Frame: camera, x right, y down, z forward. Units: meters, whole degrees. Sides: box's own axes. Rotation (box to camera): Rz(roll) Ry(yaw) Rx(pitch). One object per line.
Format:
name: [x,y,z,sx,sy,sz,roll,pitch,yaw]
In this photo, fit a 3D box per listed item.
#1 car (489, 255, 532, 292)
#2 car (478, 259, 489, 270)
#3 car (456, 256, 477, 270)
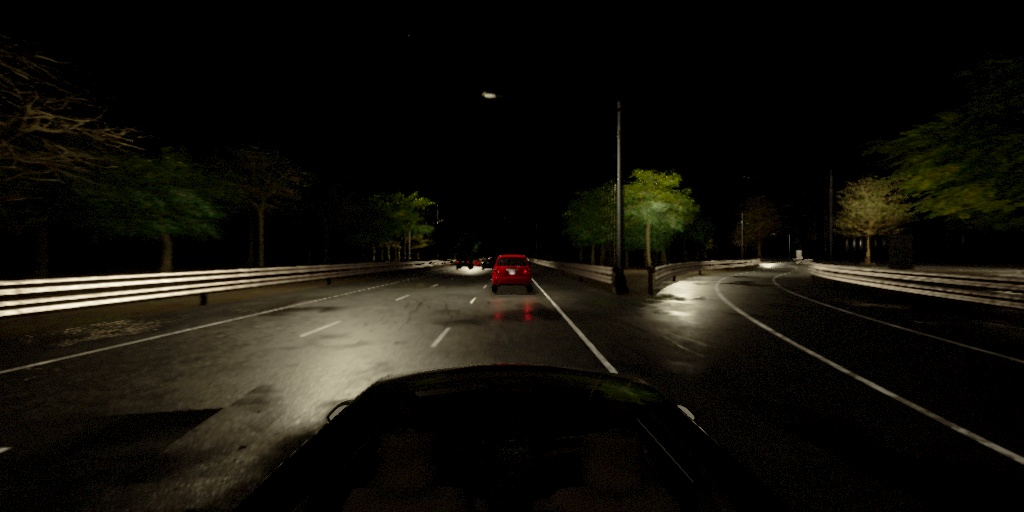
car: [0.004,0.975,21.492,2.150,2.045,5.566,0,0,0]
car: [-3.498,1.368,53.582,2.033,1.411,5.357,0,0,0]
car: [-6.998,1.042,53.613,2.150,2.045,5.566,0,0,0]
